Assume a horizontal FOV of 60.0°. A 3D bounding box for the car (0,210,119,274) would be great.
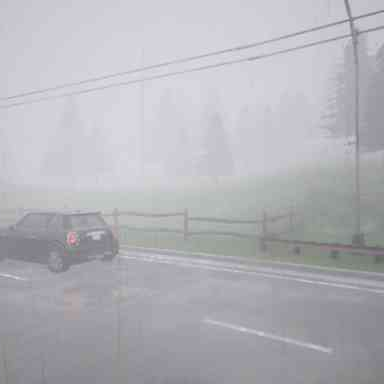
[{"bbox_3d":[-4.602,1.367,10.823,4.553,1.767,2.097,0,0,31],"label":"car"}]
